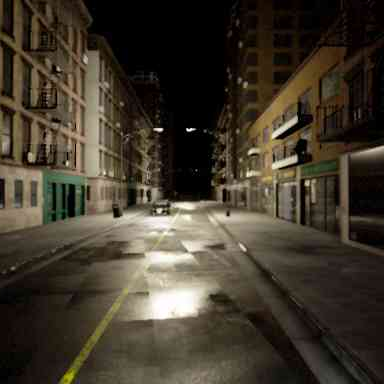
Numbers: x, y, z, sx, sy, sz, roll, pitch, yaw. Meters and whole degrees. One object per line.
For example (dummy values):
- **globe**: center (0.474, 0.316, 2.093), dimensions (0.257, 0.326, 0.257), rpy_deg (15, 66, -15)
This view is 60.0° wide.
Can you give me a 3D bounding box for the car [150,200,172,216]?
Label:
- **car**: center (-3.005, 1.560, 33.121), dimensions (2.128, 1.511, 4.902), rpy_deg (0, 0, 0)
